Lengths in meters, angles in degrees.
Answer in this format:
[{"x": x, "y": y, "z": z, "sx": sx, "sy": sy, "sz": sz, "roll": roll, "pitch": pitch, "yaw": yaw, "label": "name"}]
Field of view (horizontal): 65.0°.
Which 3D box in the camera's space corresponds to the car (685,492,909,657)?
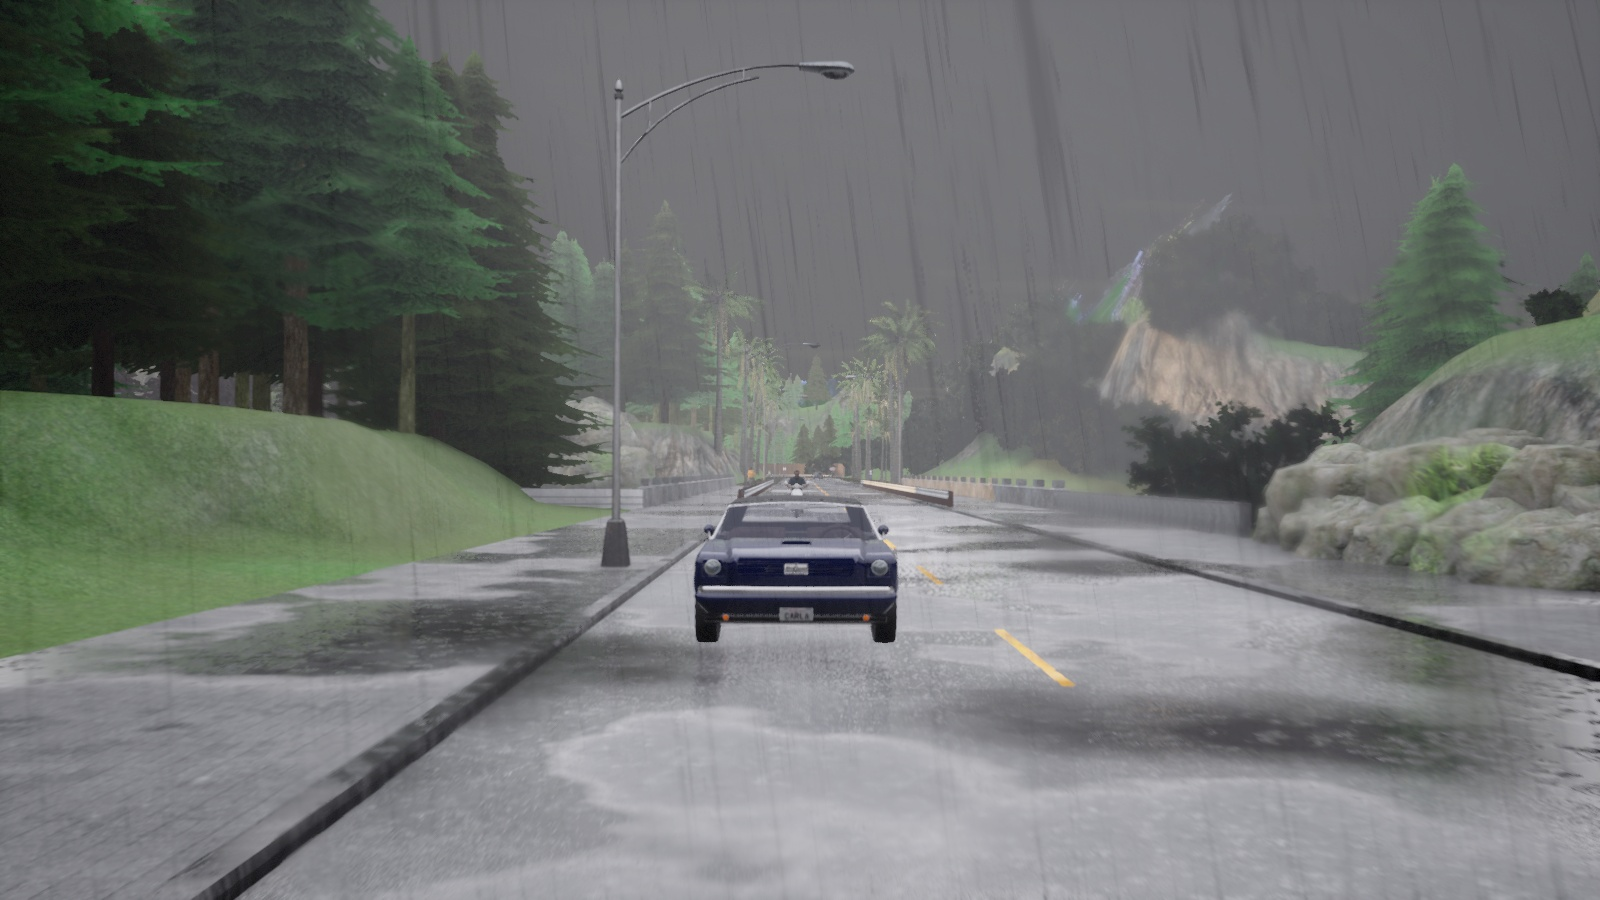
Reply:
[{"x": -0.030, "y": 1.132, "z": 12.983, "sx": 1.895, "sy": 1.301, "sz": 4.718, "roll": 0, "pitch": -1, "yaw": 0, "label": "car"}]
